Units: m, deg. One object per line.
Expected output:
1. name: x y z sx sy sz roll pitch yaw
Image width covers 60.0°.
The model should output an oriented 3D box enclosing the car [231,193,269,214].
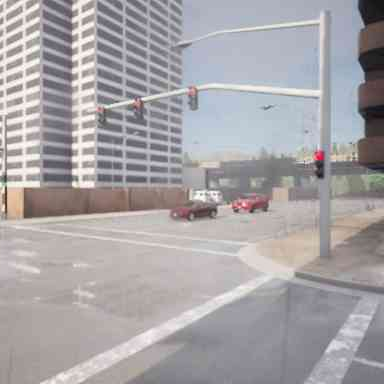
1. car: 6.345 1.184 35.690 2.150 2.045 5.566 0 0 36

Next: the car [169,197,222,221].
1. car: 0.179 1.450 27.041 1.882 1.535 5.008 0 0 35
